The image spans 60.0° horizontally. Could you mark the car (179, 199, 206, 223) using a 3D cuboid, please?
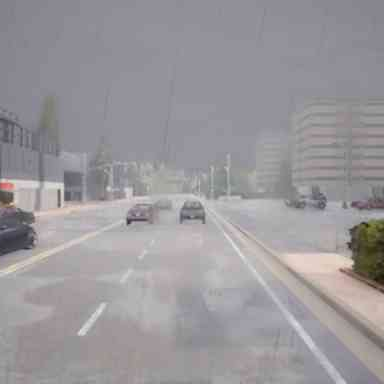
[{"bbox_3d":[0.051,1.464,24.970,2.128,1.511,4.902,0,0,1],"label":"car"}]

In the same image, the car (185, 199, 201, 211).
[{"bbox_3d":[0.040,1.554,41.710,1.895,1.301,4.718,0,0,-1],"label":"car"}]

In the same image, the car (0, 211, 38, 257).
[{"bbox_3d":[-7.082,1.551,11.432,1.994,1.385,4.181,0,0,0],"label":"car"}]

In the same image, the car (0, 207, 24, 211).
[{"bbox_3d":[-10.549,1.527,18.153,2.033,1.411,5.357,0,0,1],"label":"car"}]

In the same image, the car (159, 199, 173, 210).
[{"bbox_3d":[-3.458,1.517,41.128,1.994,1.385,4.181,0,0,0],"label":"car"}]

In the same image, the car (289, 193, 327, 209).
[{"bbox_3d":[14.291,1.111,40.149,3.866,1.878,1.905,0,0,-2],"label":"car"}]

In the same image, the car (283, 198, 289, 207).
[{"bbox_3d":[14.272,1.105,43.044,4.605,1.855,1.932,0,0,-2],"label":"car"}]

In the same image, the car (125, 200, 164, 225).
[{"bbox_3d":[-3.460,1.521,23.946,2.033,1.411,5.357,0,0,1],"label":"car"}]
